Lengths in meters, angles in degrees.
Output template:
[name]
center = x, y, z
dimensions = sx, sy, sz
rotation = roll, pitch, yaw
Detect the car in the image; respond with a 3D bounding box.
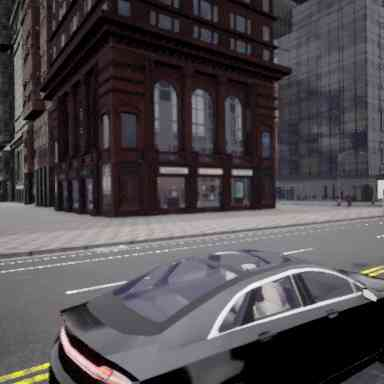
[car]
center = 0.896, 1.487, 4.087
dimensions = 4.902, 1.511, 2.128
rotation = 0, 0, -36
